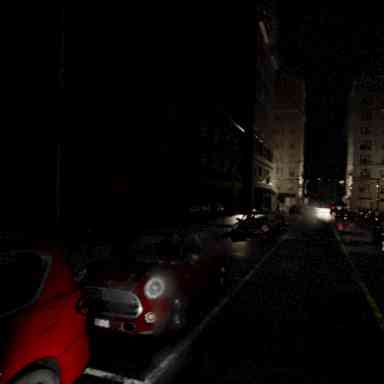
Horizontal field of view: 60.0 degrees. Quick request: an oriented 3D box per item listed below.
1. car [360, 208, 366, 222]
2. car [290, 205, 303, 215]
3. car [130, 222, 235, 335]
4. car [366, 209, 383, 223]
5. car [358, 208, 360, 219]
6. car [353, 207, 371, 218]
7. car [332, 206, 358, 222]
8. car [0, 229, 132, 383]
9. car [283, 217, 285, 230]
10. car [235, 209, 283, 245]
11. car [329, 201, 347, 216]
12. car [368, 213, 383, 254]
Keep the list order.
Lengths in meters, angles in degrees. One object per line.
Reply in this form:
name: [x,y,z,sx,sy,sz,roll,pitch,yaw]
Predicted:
car: [19.333,2.536,35.298,1.752,1.417,4.829,1,-1,21]
car: [15.273,2.530,48.621,1.887,1.381,4.507,1,-1,21]
car: [-0.639,1.483,6.878,1.967,1.590,4.097,1,-1,21]
car: [17.281,2.441,29.921,2.008,1.369,4.403,1,-1,21]
car: [21.262,2.689,40.357,1.947,1.339,4.313,1,-1,21]
car: [23.252,2.821,45.574,1.802,1.307,4.206,1,-1,21]
car: [17.063,2.549,37.308,1.895,1.301,4.718,2,-1,21]
car: [-2.625,1.239,1.662,2.192,1.841,5.009,1,-1,21]
car: [5.325,1.983,22.530,1.802,1.307,4.206,1,-1,21]
car: [3.340,1.722,17.314,1.967,1.590,4.097,1,-1,21]
car: [21.355,2.421,48.618,2.150,2.045,5.566,2,-1,21]
car: [9.646,1.993,15.407,1.837,1.490,4.892,2,-1,21]
